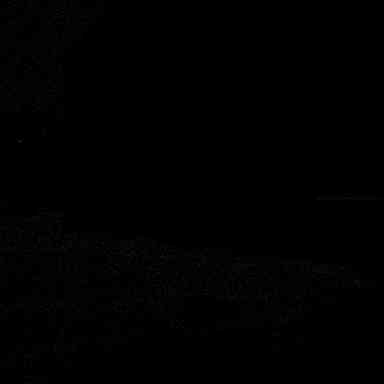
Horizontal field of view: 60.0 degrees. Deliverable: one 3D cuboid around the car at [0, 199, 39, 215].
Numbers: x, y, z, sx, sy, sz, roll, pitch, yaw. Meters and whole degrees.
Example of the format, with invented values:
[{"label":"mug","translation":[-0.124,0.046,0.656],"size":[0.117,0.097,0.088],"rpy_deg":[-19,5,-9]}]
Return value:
[{"label":"car","translation":[-15.274,1.283,27.597],"size":[1.752,1.417,4.829],"rpy_deg":[0,0,36]}]
